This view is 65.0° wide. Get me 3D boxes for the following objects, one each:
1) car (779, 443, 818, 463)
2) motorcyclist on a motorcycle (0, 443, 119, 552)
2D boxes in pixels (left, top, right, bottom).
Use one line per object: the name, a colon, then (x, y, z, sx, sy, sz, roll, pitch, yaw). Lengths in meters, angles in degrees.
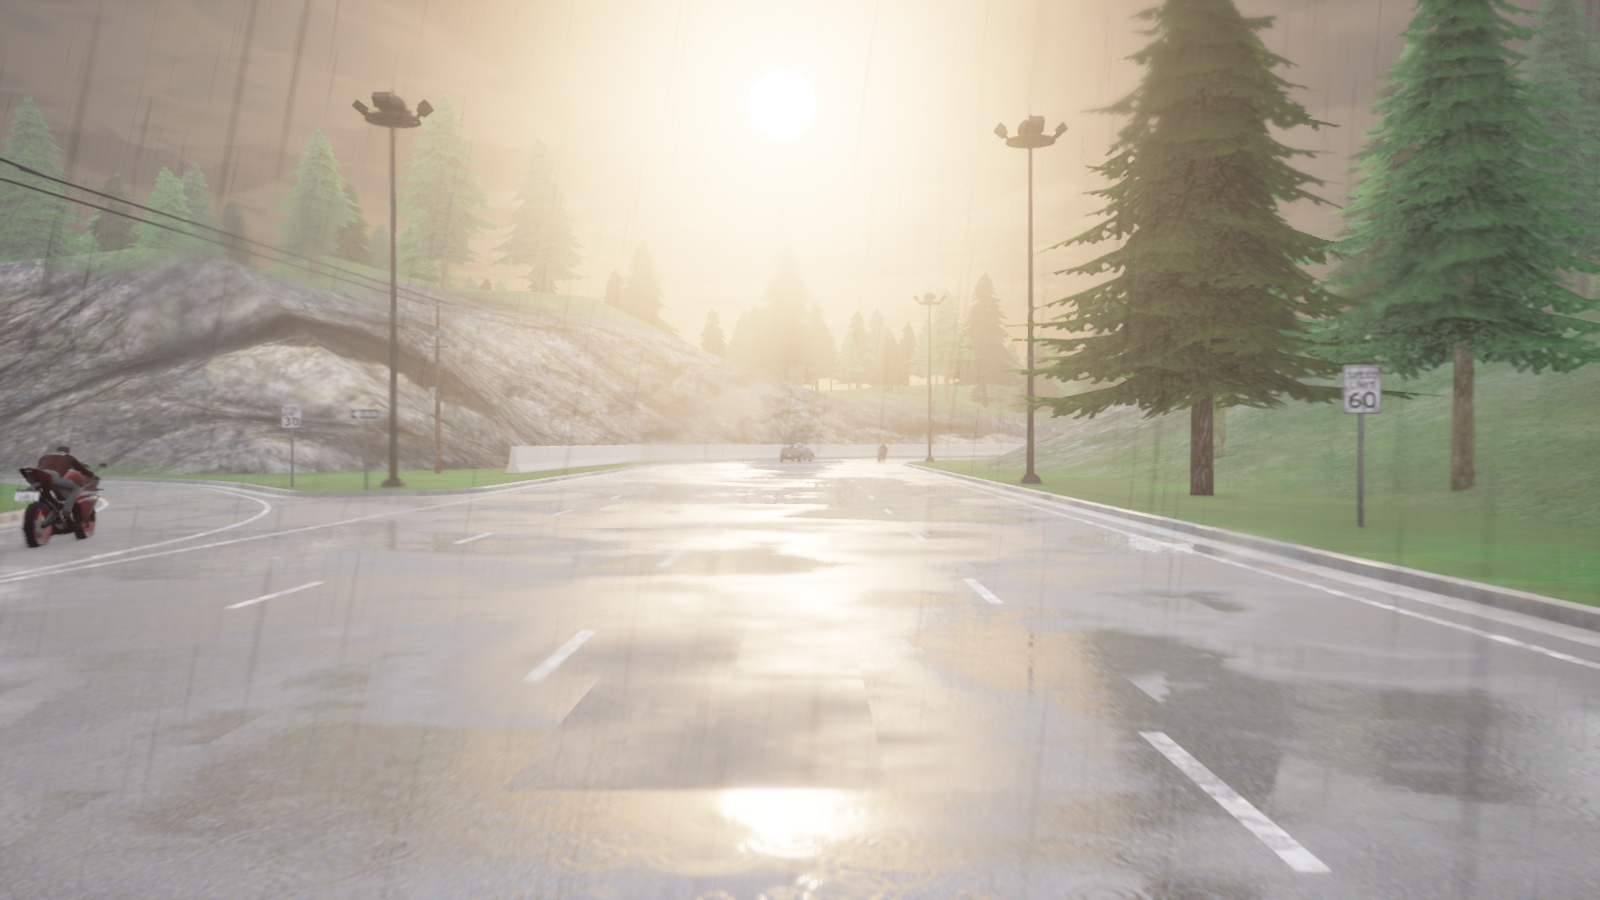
car: (-0.122, 0.214, 96.052, 1.845, 1.501, 3.633, 0, 0, 20)
motorcyclist on a motorcycle: (-11.104, 0.666, 18.790, 0.866, 1.530, 2.191, 0, 0, -7)
